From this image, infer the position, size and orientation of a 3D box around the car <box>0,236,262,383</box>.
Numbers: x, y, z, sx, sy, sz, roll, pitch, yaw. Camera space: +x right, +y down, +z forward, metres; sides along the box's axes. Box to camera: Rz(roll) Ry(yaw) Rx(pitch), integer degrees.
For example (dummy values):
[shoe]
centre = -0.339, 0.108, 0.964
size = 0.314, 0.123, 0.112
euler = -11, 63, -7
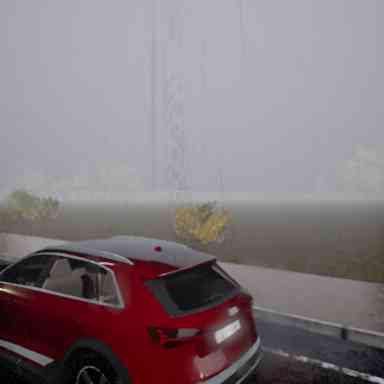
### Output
[car]
centre = -1.478, 1.449, 4.614
size = 4.856, 1.649, 2.033
euler = 0, 0, 35
